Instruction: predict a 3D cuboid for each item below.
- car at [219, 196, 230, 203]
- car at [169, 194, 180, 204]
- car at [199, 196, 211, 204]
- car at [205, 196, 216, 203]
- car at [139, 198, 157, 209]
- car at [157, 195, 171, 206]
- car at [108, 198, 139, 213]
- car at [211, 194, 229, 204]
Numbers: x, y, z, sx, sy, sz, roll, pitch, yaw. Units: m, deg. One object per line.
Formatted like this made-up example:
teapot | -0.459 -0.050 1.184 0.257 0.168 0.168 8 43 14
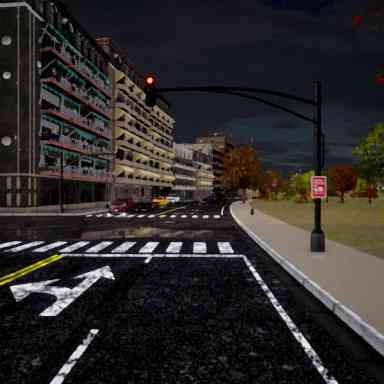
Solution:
car | 7.707 1.780 79.127 2.128 1.511 4.902 0 0 12
car | -4.017 1.449 68.963 2.150 2.045 5.566 0 0 9
car | 2.595 1.725 69.128 2.128 1.511 4.902 0 0 10
car | 4.433 1.726 79.325 1.882 1.535 5.008 0 0 12
car | -6.963 1.724 48.299 1.895 1.301 4.718 0 0 7
car | -5.610 1.648 58.511 1.882 1.535 5.008 0 0 8
car | -7.995 1.431 38.272 2.097 1.767 4.553 0 0 5
car | 5.813 1.454 68.666 2.150 2.045 5.566 0 0 10
